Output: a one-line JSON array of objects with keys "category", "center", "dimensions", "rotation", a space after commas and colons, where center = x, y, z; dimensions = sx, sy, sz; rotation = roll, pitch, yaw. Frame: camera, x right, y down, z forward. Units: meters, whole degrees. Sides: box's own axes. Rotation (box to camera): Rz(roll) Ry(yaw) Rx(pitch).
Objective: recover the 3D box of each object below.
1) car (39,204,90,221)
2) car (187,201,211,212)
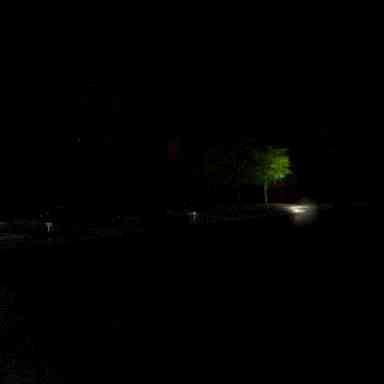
[{"category": "car", "center": [-11.595, 1.820, 30.532], "dimensions": [1.812, 1.442, 4.674], "rotation": [-1, -1, 36]}, {"category": "car", "center": [1.005, 2.029, 47.979], "dimensions": [1.812, 1.442, 4.674], "rotation": [-1, -1, 36]}]
